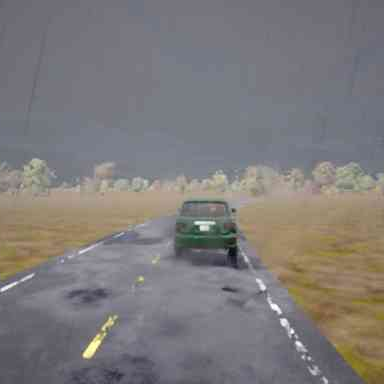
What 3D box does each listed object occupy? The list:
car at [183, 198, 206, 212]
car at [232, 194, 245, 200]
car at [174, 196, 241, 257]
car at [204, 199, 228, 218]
[{"bbox_3d":[0.359,1.466,39.040,1.882,1.535,5.008,0,0,10],"label":"car"},{"bbox_3d":[11.107,1.109,78.810,1.994,1.385,4.181,0,0,22],"label":"car"},{"bbox_3d":[0.572,1.222,13.127,2.150,2.045,5.566,0,0,4],"label":"car"},{"bbox_3d":[2.322,1.472,30.812,1.882,1.535,5.008,0,0,8],"label":"car"}]
